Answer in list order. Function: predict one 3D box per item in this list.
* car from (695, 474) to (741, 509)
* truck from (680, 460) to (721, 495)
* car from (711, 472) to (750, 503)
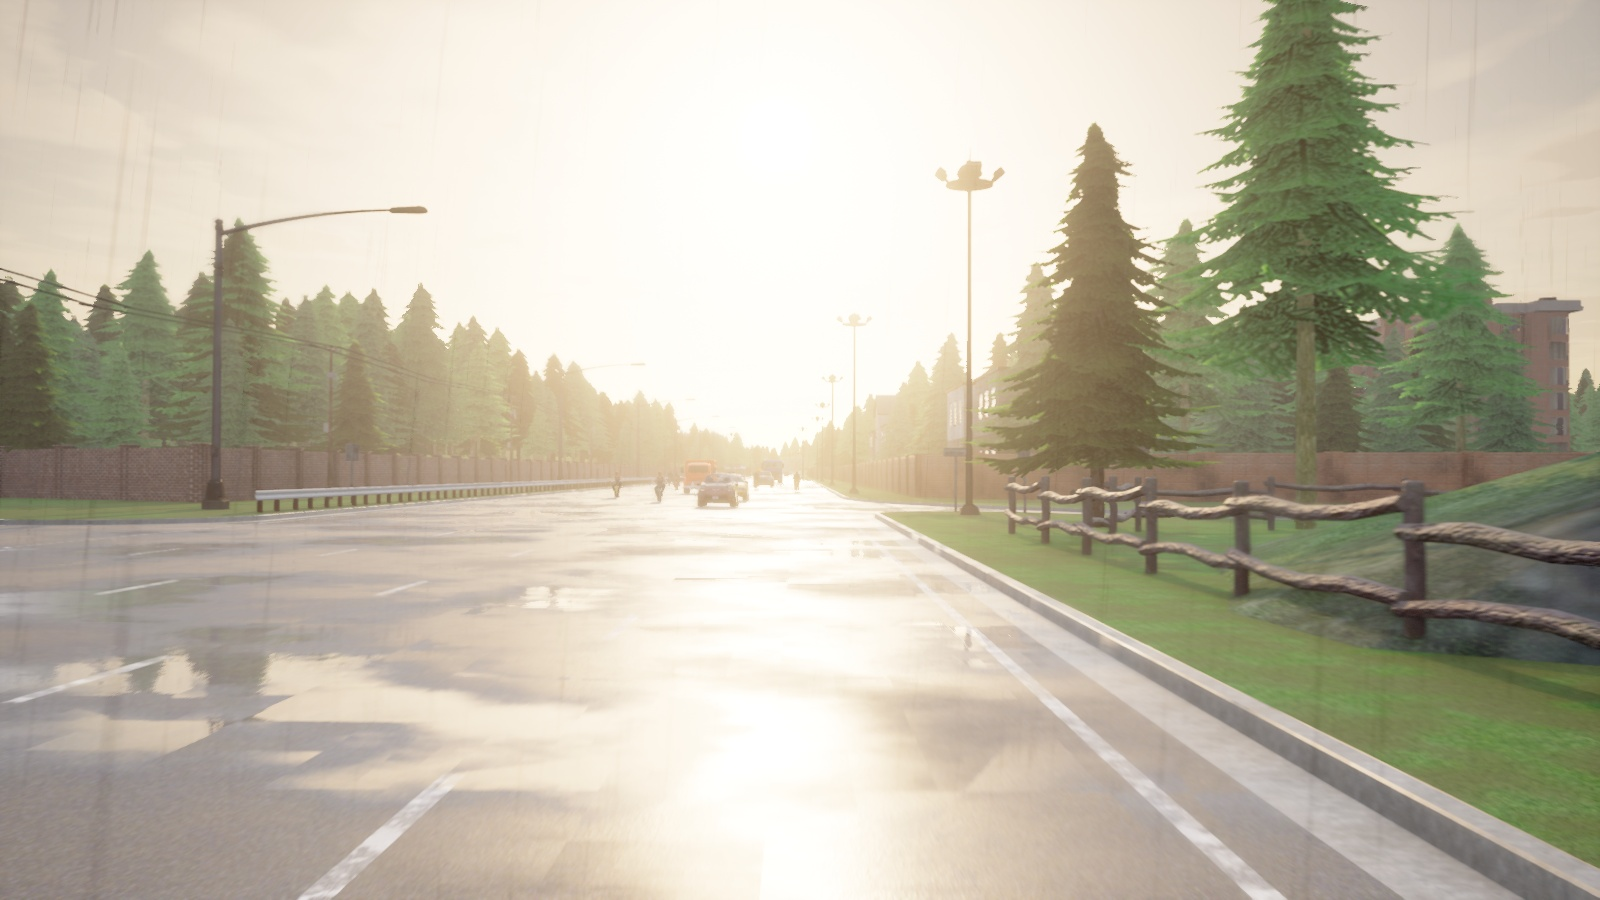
[{"bbox_3d":[-3.637,1.847,56.264,1.845,1.501,3.633,0,-1,0],"label":"car"},{"bbox_3d":[-7.226,1.990,91.631,2.627,2.467,5.204,0,-1,0],"label":"truck"},{"bbox_3d":[-3.665,1.970,67.385,1.801,1.575,5.366,0,-1,0],"label":"car"}]
